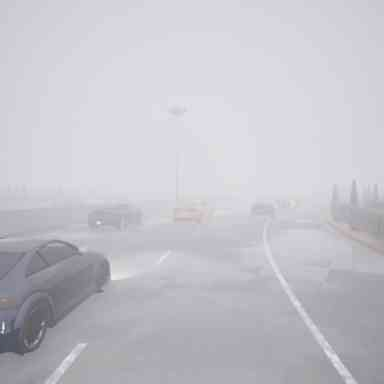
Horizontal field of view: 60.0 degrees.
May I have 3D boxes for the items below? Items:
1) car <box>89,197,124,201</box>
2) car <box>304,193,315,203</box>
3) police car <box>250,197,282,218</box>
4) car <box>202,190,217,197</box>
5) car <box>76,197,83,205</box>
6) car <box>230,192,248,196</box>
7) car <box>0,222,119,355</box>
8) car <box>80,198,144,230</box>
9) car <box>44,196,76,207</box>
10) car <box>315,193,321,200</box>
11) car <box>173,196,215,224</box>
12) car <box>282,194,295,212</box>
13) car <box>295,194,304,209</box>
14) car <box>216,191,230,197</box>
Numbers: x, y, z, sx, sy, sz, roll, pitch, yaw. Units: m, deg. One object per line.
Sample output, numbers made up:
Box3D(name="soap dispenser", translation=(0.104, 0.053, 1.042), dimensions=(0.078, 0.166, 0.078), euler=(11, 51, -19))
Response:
Box3D(name="car", translation=(-7.851, 1.241, 33.397), dimensions=(2.128, 1.511, 4.902), euler=(0, 0, 21))
Box3D(name="car", translation=(20.014, 1.198, 59.071), dimensions=(1.837, 1.490, 4.892), euler=(0, 0, 27))
Box3D(name="police car", translation=(6.237, 1.265, 28.315), dimensions=(1.930, 1.638, 5.238), euler=(0, 0, 20))
Box3D(name="car", translation=(4.236, 0.657, 73.921), dimensions=(2.150, 2.045, 5.566), euler=(0, 0, 27))
Box3D(name="car", translation=(-10.256, 1.242, 36.942), dimensions=(1.812, 1.442, 4.674), euler=(0, 0, 22))
Box3D(name="car", translation=(10.480, 0.833, 70.758), dimensions=(2.097, 1.767, 4.553), euler=(0, 0, 27))
Box3D(name="car", translation=(-2.989, 1.511, 6.070), dimensions=(1.994, 1.385, 4.181), euler=(0, 0, 4))
Box3D(name="car", translation=(-4.387, 1.356, 19.881), dimensions=(1.837, 1.490, 4.892), euler=(0, 0, 13))
Box3D(name="car", translation=(-14.062, 1.194, 36.729), dimensions=(2.128, 1.511, 4.902), euler=(0, 0, 21))
Box3D(name="car", translation=(26.986, 0.999, 72.562), dimensions=(1.837, 1.490, 4.892), euler=(0, 0, 27))
Box3D(name="car", translation=(0.152, 1.323, 23.526), dimensions=(1.882, 1.535, 5.008), euler=(0, 0, 16))
Box3D(name="car", translation=(9.567, 1.279, 36.186), dimensions=(1.882, 1.535, 5.008), euler=(0, 0, 26))
Box3D(name="car", translation=(12.113, 1.130, 41.177), dimensions=(2.097, 1.767, 4.553), euler=(0, 0, 27))
Box3D(name="car", translation=(7.831, 0.847, 73.255), dimensions=(2.033, 1.411, 5.357), euler=(0, 0, 27))
